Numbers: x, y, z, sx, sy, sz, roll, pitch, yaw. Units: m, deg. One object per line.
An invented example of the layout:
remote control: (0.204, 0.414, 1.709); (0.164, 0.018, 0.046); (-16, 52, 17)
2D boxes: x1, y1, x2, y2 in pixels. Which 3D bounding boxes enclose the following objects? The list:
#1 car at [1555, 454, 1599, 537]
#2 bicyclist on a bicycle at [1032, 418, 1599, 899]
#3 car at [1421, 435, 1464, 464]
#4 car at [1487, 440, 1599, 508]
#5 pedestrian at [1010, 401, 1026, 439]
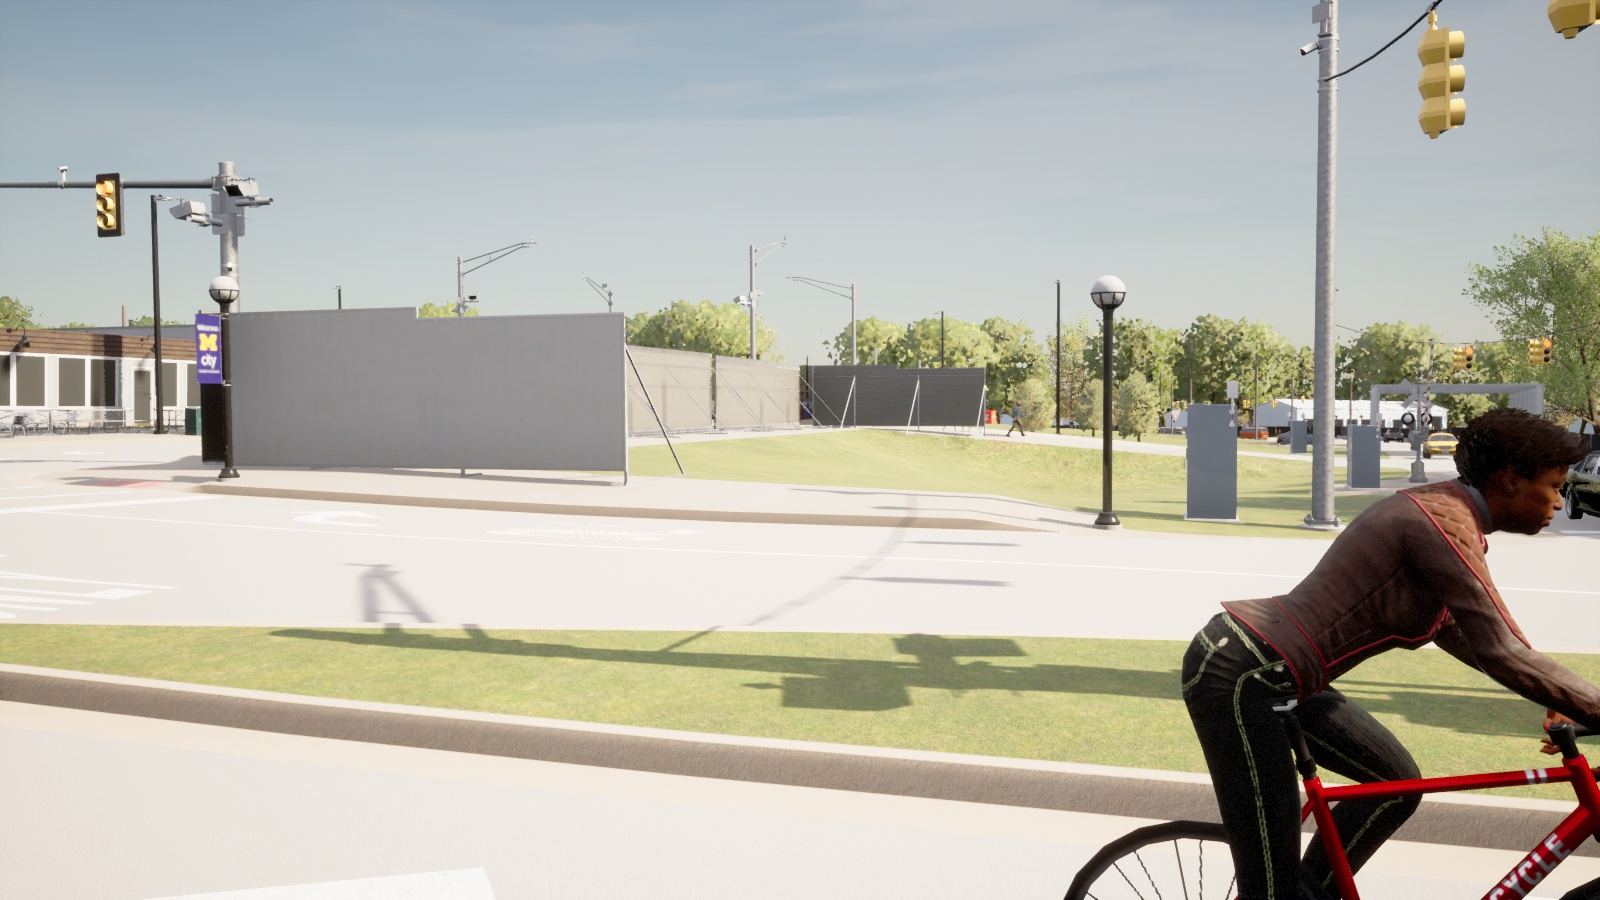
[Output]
car: (14.491, 0.758, 21.520); (1.895, 1.301, 4.718); (0, 1, 22)
bicyclist on a bicycle: (1.377, 0.746, 2.727); (1.656, 1.620, 0.582); (1, 1, 18)
car: (36.817, -0.039, 72.042); (1.801, 1.575, 5.366); (1, 1, 23)
car: (18.272, 0.518, 30.775); (2.128, 1.511, 4.902); (0, 1, 24)
pedestrian: (10.470, -1.441, 60.326); (0.726, 1.842, 0.402); (1, 3, 11)
